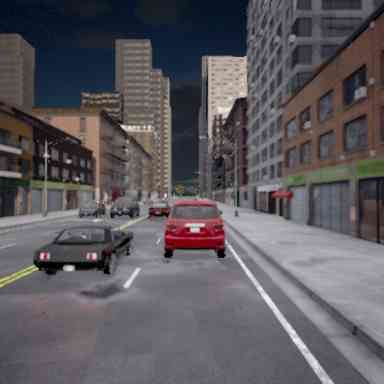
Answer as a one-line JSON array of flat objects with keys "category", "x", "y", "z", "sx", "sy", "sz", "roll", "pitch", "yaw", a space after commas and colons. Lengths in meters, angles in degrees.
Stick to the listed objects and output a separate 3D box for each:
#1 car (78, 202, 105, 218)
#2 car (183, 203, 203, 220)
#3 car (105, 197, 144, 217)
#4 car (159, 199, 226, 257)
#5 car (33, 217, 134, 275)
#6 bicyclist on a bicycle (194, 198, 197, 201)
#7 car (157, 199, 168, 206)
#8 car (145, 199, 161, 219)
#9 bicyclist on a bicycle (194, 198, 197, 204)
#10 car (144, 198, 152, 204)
[{"category": "car", "x": -9.834, "y": 1.822, "z": 33.272, "sx": 1.837, "sy": 1.490, "sz": 4.892, "roll": 0, "pitch": -1, "yaw": 0}, {"category": "car", "x": 0.108, "y": 1.829, "z": 32.035, "sx": 1.812, "sy": 1.442, "sz": 4.674, "roll": 0, "pitch": 0, "yaw": 0}, {"category": "car", "x": -6.587, "y": 1.537, "z": 33.143, "sx": 2.150, "sy": 2.045, "sz": 5.566, "roll": 0, "pitch": -1, "yaw": 0}, {"category": "car", "x": 0.102, "y": 1.348, "z": 13.576, "sx": 2.150, "sy": 2.045, "sz": 5.566, "roll": 0, "pitch": 0, "yaw": 0}, {"category": "car", "x": -3.153, "y": 1.700, "z": 10.783, "sx": 1.895, "sy": 1.301, "sz": 4.718, "roll": 0, "pitch": -1, "yaw": 0}, {"category": "bicyclist on a bicycle", "x": 0.914, "y": 2.201, "z": 80.552, "sx": 0.659, "sy": 1.776, "sz": 1.843, "roll": 0, "pitch": 0, "yaw": 0}, {"category": "car", "x": -6.481, "y": 2.234, "z": 73.907, "sx": 2.033, "sy": 1.411, "sz": 5.357, "roll": 0, "pitch": -1, "yaw": 0}, {"category": "car", "x": -3.141, "y": 1.793, "z": 33.139, "sx": 1.882, "sy": 1.535, "sz": 5.008, "roll": 0, "pitch": -1, "yaw": 0}, {"category": "bicyclist on a bicycle", "x": 0.913, "y": 2.370, "z": 89.553, "sx": 0.866, "sy": 1.612, "sz": 1.509, "roll": 0, "pitch": -1, "yaw": 0}, {"category": "car", "x": -9.731, "y": 2.194, "z": 73.908, "sx": 1.837, "sy": 1.490, "sz": 4.892, "roll": 0, "pitch": -1, "yaw": 0}]
